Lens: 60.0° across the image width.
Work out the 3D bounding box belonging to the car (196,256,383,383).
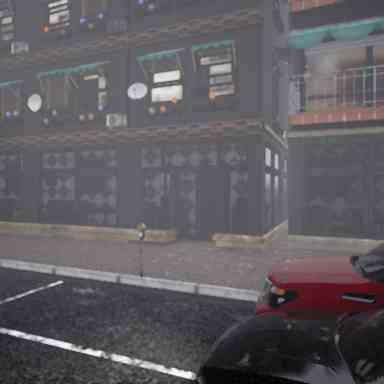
[{"bbox_3d":[2.390,1.501,2.273,4.892,1.490,1.837,1,1,22],"label":"car"}]

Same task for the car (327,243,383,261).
[{"bbox_3d":[3.310,1.302,3.911,5.009,1.841,2.192,1,0,22],"label":"car"}]
